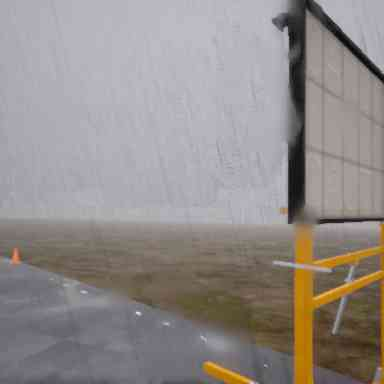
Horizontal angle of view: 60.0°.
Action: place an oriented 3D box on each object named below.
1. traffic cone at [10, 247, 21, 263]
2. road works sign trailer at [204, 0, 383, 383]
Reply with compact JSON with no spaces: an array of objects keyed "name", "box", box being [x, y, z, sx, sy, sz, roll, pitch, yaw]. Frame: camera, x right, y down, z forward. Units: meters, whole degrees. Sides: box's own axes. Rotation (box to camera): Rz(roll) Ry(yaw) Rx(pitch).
[{"name":"traffic cone","box":[-6.919,2.473,13.052,0.340,0.580,0.340,-2,-4,44]},{"name":"road works sign trailer","box":[1.212,0.640,2.818,2.880,3.560,2.380,-2,-4,44]}]
